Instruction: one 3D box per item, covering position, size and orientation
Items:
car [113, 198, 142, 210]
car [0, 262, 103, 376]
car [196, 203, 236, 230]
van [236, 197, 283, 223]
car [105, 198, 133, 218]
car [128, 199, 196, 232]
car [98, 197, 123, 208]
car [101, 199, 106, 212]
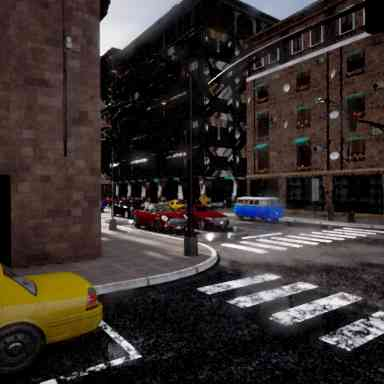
[{"bbox_3d":[-8.423,1.463,43.233,1.887,1.381,4.507,-1,0,-36],"label":"car"},{"bbox_3d":[-3.590,1.525,4.004,4.829,1.417,1.752,0,0,-36],"label":"car"},{"bbox_3d":[0.404,1.508,21.248,1.812,1.442,4.674,-1,0,-34],"label":"car"},{"bbox_3d":[4.894,1.281,24.917,1.690,1.788,3.998,0,0,-36],"label":"van"},{"bbox_3d":[-5.640,1.473,29.555,1.837,1.490,4.892,-1,0,-36],"label":"car"},{"bbox_3d":[-1.895,1.441,20.004,1.967,1.590,4.097,0,0,-36],"label":"car"},{"bbox_3d":[-11.752,1.463,47.813,1.887,1.381,4.507,-1,0,-36],"label":"car"},{"bbox_3d":[-11.910,1.183,38.195,2.150,2.045,5.566,-1,0,-36],"label":"car"}]
